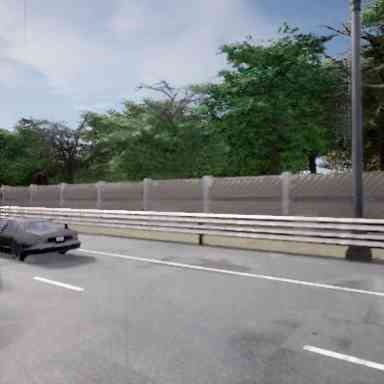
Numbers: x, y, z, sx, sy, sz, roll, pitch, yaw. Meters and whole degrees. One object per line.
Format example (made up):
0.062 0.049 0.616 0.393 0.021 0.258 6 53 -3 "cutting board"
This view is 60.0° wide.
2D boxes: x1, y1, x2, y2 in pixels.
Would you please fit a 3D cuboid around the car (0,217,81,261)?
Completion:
-6.553 1.678 12.853 5.357 1.411 2.033 -1 0 36 "car"
